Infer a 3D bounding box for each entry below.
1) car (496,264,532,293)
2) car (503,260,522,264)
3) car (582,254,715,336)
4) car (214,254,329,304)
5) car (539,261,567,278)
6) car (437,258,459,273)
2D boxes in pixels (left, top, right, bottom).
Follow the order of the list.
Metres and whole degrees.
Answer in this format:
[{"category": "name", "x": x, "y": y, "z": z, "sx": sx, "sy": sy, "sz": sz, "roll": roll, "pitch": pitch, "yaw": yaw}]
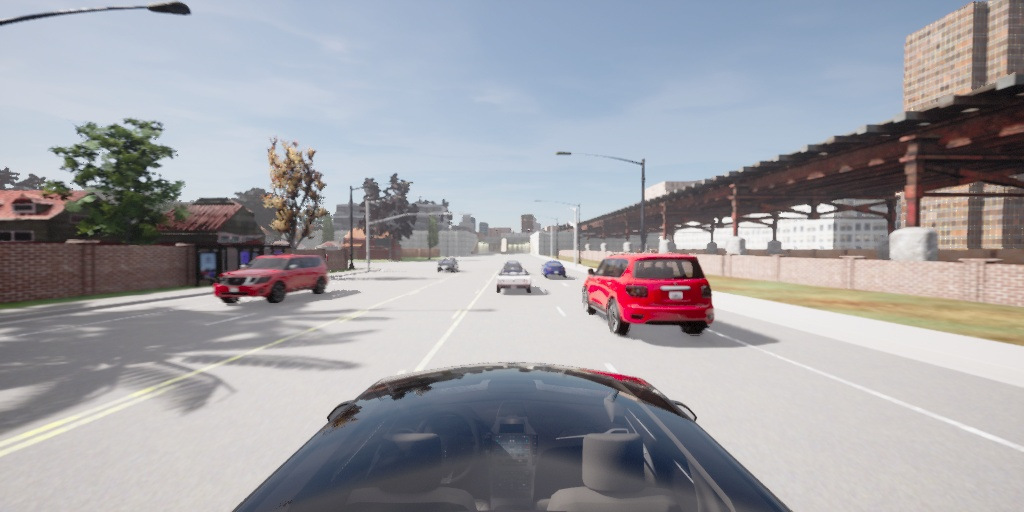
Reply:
[{"category": "car", "x": 0.087, "y": 1.302, "z": 20.482, "sx": 1.895, "sy": 1.301, "sz": 4.718, "roll": 0, "pitch": 0, "yaw": 0}, {"category": "car", "x": 0.077, "y": 1.128, "z": 35.713, "sx": 1.994, "sy": 1.385, "sz": 4.181, "roll": 0, "pitch": 0, "yaw": 0}, {"category": "car", "x": 3.593, "y": 0.958, "z": 10.536, "sx": 2.150, "sy": 2.045, "sz": 5.566, "roll": 0, "pitch": 0, "yaw": 0}, {"category": "car", "x": -10.611, "y": 0.945, "z": 16.455, "sx": 2.150, "sy": 2.045, "sz": 5.566, "roll": 0, "pitch": 0, "yaw": 0}, {"category": "car", "x": 3.581, "y": 1.137, "z": 31.252, "sx": 1.812, "sy": 1.442, "sz": 4.674, "roll": 0, "pitch": 0, "yaw": 0}, {"category": "car", "x": -7.027, "y": 1.022, "z": 39.729, "sx": 2.128, "sy": 1.511, "sz": 4.902, "roll": 0, "pitch": 1, "yaw": 0}]
